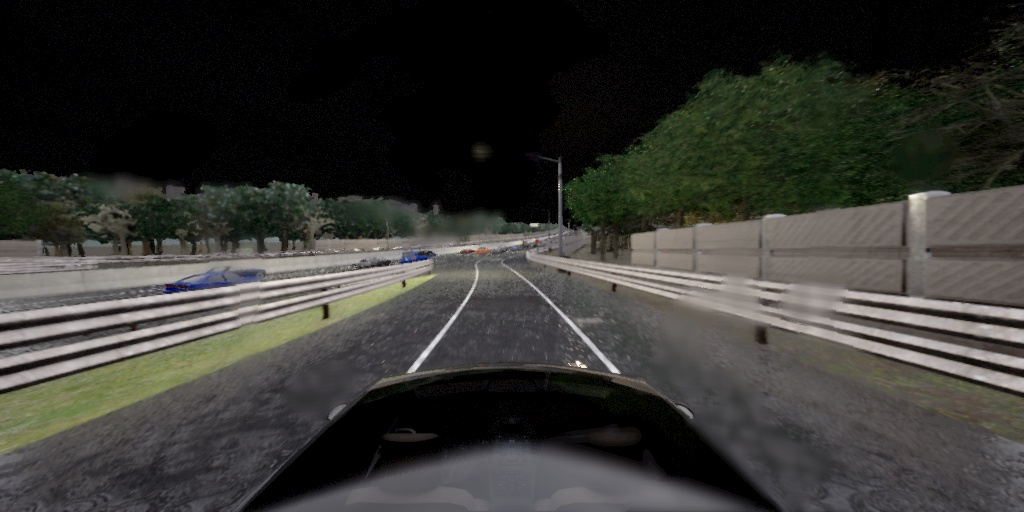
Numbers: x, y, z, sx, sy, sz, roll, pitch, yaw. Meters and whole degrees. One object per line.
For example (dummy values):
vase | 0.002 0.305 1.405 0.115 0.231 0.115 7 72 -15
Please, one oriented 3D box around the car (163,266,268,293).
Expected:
car | -16.710 1.655 20.538 1.882 1.535 5.008 0 3 13

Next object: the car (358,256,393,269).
car | -15.414 0.772 40.741 2.128 1.511 4.902 0 3 14

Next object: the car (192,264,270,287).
car | -22.027 1.487 28.392 1.895 1.301 4.718 0 3 14

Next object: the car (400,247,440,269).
car | -11.249 0.345 43.055 2.150 2.045 5.566 0 3 14

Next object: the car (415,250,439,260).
car | -14.234 -0.193 60.167 1.837 1.490 4.892 0 3 14
